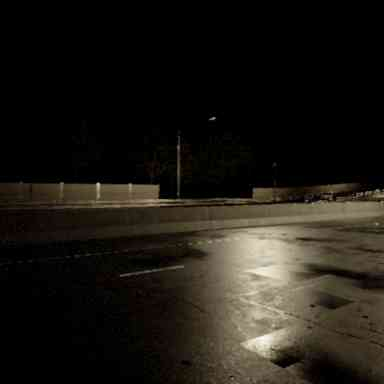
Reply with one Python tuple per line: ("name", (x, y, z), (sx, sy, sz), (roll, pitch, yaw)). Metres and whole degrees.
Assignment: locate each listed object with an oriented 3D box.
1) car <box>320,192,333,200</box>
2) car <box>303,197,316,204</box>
("car", (34.588, 1.067, 85.281), (2.150, 2.045, 5.566), (0, 2, 36))
("car", (25.521, 1.749, 72.358), (2.128, 1.511, 4.902), (0, 0, 33))
